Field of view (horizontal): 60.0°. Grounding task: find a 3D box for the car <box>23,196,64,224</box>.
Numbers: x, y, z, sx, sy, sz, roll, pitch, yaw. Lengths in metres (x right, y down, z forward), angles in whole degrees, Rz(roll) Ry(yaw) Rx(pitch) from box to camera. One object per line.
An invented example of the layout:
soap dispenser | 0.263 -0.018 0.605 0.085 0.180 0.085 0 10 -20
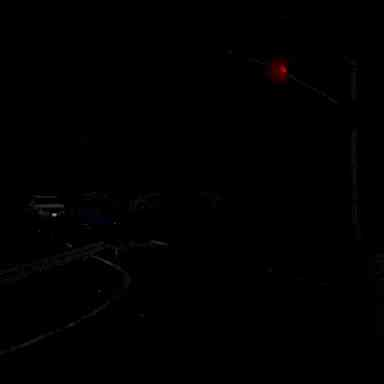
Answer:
car | -11.538 1.308 26.366 2.150 2.045 5.566 0 0 -35

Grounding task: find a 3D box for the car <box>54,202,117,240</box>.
car | -5.701 1.552 17.964 1.882 1.535 5.008 0 0 -35

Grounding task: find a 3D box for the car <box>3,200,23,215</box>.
car | -18.237 1.601 35.017 4.892 1.490 1.837 0 -1 42
